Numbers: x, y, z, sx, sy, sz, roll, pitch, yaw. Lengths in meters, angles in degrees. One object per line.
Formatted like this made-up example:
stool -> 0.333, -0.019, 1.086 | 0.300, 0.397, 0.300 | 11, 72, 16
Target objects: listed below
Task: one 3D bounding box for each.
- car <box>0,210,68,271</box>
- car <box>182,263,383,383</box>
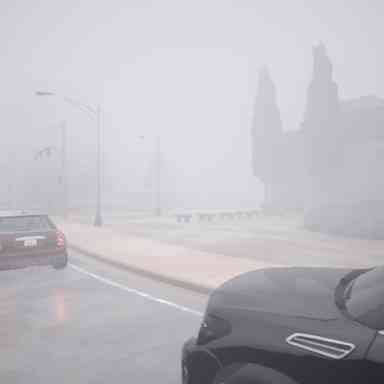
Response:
car -> -5.584, 1.352, 10.316 | 2.097, 1.767, 4.553 | 0, 0, -40
car -> 2.579, 1.224, 2.294 | 5.566, 2.045, 2.150 | 0, 0, 35
